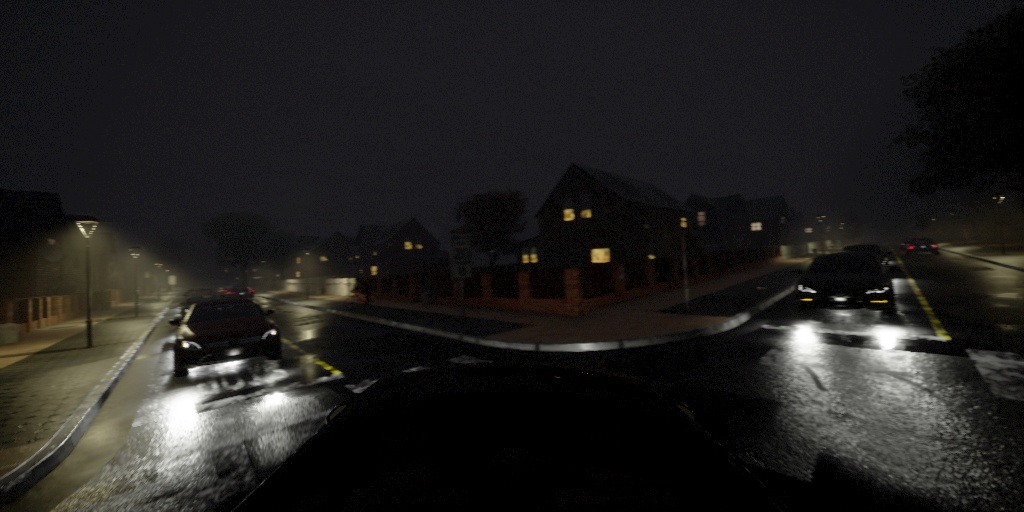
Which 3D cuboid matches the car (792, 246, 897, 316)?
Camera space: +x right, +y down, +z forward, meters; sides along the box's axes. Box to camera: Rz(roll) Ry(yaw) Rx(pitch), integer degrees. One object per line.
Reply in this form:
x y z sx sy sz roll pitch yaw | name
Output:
9.536 0.671 10.242 4.892 1.490 1.837 -4 -1 -44 | car

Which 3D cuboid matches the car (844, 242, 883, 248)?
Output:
17.771 0.176 18.198 4.892 1.490 1.837 -5 0 -44 | car

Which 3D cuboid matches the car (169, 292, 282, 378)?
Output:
-7.231 1.822 9.039 1.812 1.442 4.674 -2 -2 -42 | car

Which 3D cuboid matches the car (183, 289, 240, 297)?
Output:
-14.433 2.479 17.011 1.895 1.301 4.718 -2 -2 -42 | car

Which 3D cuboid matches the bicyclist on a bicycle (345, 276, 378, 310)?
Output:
-7.503 1.842 17.913 1.656 1.620 0.582 0 -3 -42 | bicyclist on a bicycle

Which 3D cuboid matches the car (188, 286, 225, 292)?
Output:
-21.204 2.986 24.513 1.994 1.385 4.181 -2 -2 -42 | car

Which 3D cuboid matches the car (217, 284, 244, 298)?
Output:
-32.267 3.951 40.984 2.033 1.411 5.357 -2 -2 -42 | car

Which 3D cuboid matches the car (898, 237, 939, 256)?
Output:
34.771 -0.805 30.526 5.357 1.411 2.033 -3 -1 -44 | car

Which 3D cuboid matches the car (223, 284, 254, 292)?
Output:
-25.567 3.442 33.644 1.994 1.385 4.181 -2 -2 -42 | car
